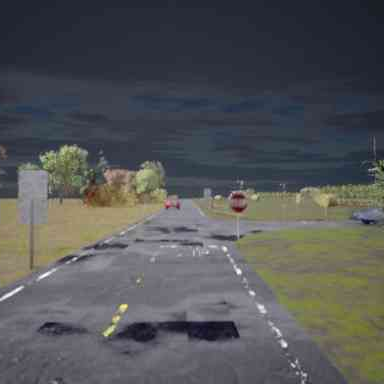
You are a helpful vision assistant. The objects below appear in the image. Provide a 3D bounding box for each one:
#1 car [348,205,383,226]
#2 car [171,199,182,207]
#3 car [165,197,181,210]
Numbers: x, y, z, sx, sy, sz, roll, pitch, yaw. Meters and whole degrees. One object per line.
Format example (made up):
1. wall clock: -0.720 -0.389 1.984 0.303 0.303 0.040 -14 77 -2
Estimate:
1. car: 13.954 1.599 23.393 5.357 1.411 2.033 -1 -1 -1
2. car: -3.241 2.212 68.824 2.128 1.511 4.902 0 -1 -1
3. car: -3.121 1.749 53.419 2.150 2.045 5.566 0 -1 0
